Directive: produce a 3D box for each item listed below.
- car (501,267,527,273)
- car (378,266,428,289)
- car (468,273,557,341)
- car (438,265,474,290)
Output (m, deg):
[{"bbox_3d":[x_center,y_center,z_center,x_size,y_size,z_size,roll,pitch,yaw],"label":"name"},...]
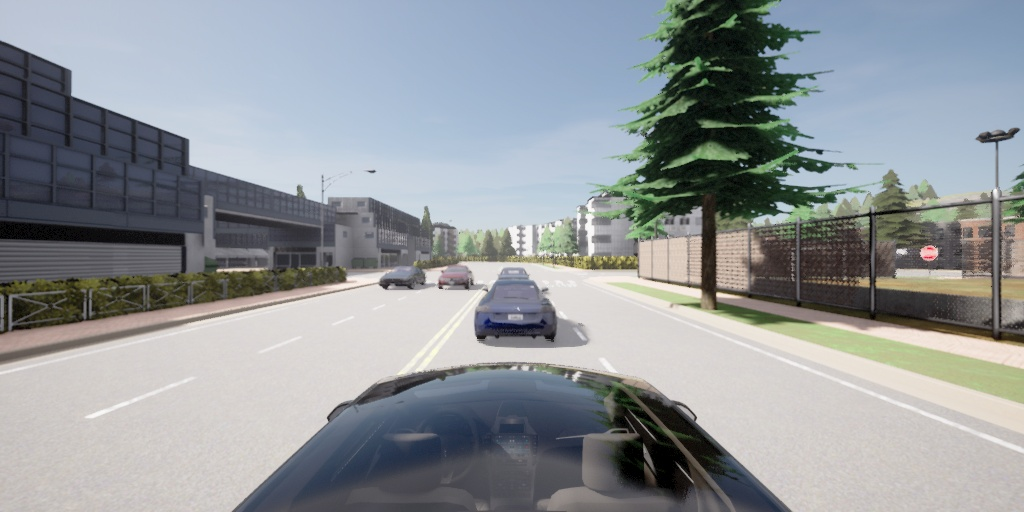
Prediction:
[{"bbox_3d":[0.089,1.339,20.402,2.033,1.411,5.357,0,0,0],"label":"car"},{"bbox_3d":[-7.001,1.345,23.697,2.033,1.411,5.357,0,0,0],"label":"car"},{"bbox_3d":[0.088,1.332,9.992,1.994,1.385,4.181,0,0,0],"label":"car"},{"bbox_3d":[-3.508,1.323,23.194,1.812,1.442,4.674,0,0,0],"label":"car"}]
